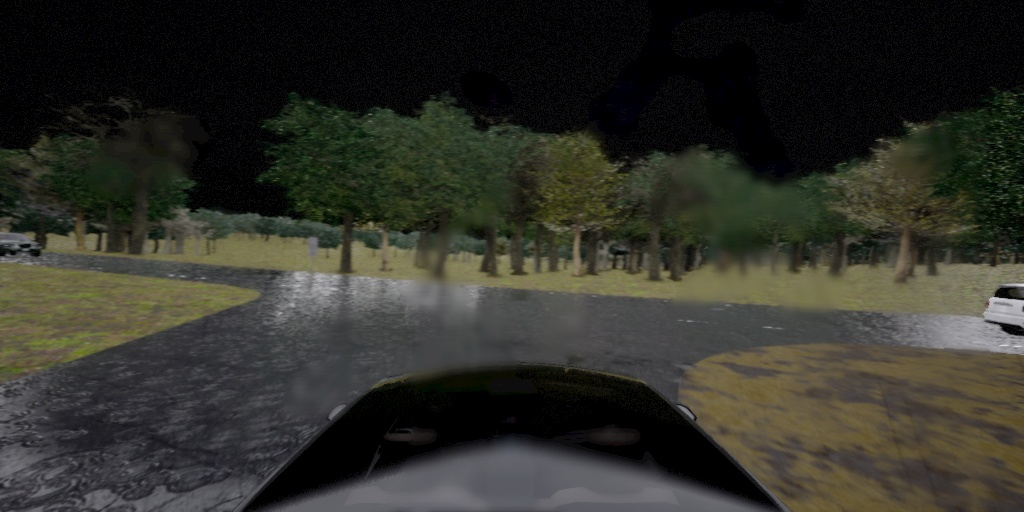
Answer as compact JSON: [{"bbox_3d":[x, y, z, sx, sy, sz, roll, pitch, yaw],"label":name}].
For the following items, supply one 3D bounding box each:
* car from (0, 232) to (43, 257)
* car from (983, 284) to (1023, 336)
[{"bbox_3d":[-43.305,-1.010,30.749,5.566,2.045,2.150,3,1,16],"label":"car"},{"bbox_3d":[20.833,2.102,12.617,5.566,2.045,2.150,2,0,16],"label":"car"}]
